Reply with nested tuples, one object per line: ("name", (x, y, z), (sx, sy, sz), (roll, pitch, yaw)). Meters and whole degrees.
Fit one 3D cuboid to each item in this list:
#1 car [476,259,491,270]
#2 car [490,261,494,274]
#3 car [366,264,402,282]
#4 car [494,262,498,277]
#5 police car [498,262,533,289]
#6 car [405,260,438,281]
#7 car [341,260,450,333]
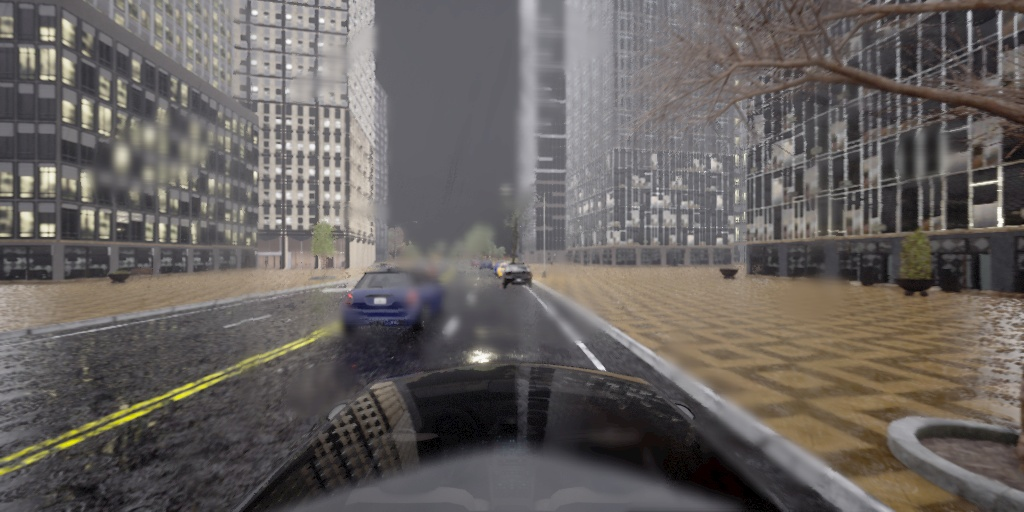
("car", (-4.182, 1.304, 57.426), (2.097, 1.767, 4.553), (0, 0, -9))
("car", (-1.065, 1.360, 40.279), (1.882, 1.535, 5.008), (0, 0, -6))
("car", (-11.141, 1.433, 31.450), (1.994, 1.385, 4.181), (0, 0, -5))
("car", (-0.494, 1.317, 34.402), (1.801, 1.575, 5.366), (0, 0, -5))
("police car", (0.275, 1.250, 24.192), (1.930, 1.638, 5.238), (0, 0, -4))
("car", (-7.913, 1.217, 31.819), (2.097, 1.767, 4.553), (0, 0, -5))
("car", (-3.321, 1.138, 11.021), (2.097, 1.767, 4.553), (0, 0, -1))
